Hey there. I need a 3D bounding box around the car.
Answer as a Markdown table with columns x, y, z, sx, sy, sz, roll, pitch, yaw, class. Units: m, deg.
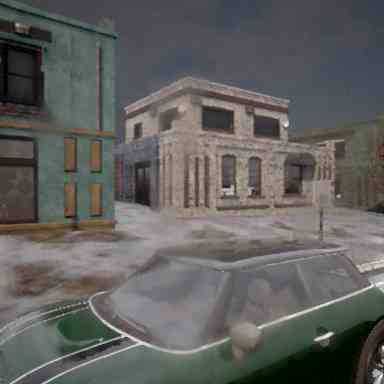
| x | y | z | sx | sy | sz | roll | pitch | yaw | class |
| --- | --- | --- | --- | --- | --- | --- | --- | --- | --- |
| 0.180 | 1.368 | 3.507 | 4.553 | 1.767 | 2.097 | 1 | 0 | -35 | car |
